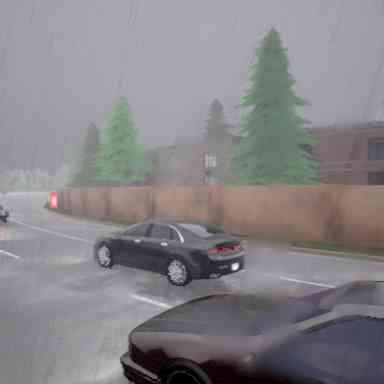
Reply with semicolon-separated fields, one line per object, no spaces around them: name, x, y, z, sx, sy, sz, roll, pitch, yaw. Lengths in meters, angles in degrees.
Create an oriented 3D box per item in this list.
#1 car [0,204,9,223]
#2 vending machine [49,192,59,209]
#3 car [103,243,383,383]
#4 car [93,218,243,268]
car;-14.480;1.478;23.749;1.895;1.301;4.718;0;0;-37
vending machine;-16.975;1.039;40.862;1.100;2.100;0.880;0;0;-26
car;1.819;1.560;2.764;5.357;1.411;2.033;0;0;36
car;-0.835;1.492;9.370;4.892;1.490;1.837;0;0;40
